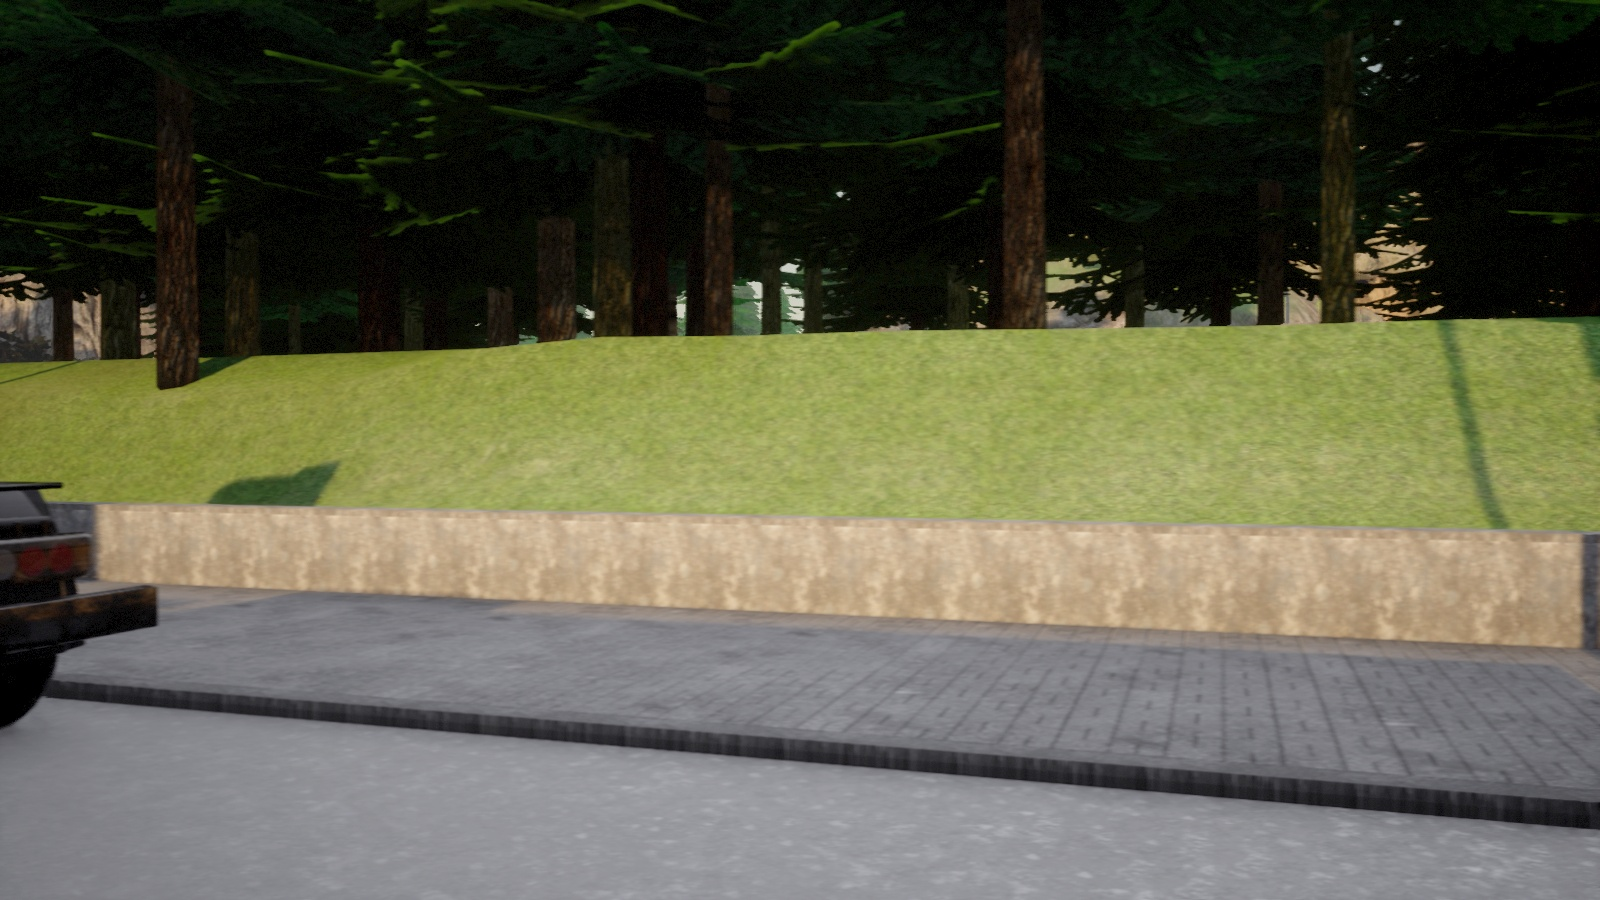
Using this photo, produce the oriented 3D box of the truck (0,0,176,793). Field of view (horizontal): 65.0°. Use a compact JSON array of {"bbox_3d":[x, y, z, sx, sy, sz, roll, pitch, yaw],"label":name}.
[{"bbox_3d":[-7.354,-0.282,6.182,7.936,3.462,2.891,1,1,19],"label":"truck"}]
